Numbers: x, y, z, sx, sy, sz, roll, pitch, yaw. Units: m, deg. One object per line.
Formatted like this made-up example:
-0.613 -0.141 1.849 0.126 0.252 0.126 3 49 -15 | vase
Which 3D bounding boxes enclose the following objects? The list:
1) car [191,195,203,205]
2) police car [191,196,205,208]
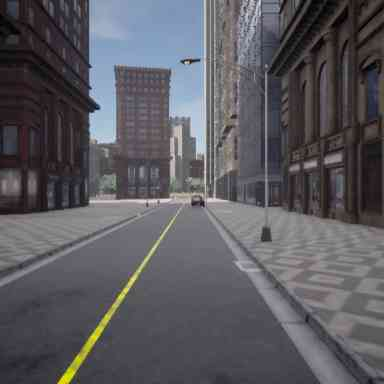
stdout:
0.897 1.427 59.572 2.097 1.767 4.553 0 0 0 | car
0.900 1.475 49.713 1.930 1.638 5.238 0 0 0 | police car
